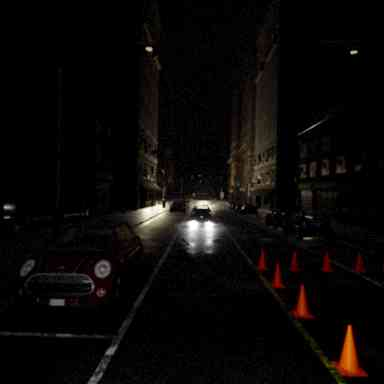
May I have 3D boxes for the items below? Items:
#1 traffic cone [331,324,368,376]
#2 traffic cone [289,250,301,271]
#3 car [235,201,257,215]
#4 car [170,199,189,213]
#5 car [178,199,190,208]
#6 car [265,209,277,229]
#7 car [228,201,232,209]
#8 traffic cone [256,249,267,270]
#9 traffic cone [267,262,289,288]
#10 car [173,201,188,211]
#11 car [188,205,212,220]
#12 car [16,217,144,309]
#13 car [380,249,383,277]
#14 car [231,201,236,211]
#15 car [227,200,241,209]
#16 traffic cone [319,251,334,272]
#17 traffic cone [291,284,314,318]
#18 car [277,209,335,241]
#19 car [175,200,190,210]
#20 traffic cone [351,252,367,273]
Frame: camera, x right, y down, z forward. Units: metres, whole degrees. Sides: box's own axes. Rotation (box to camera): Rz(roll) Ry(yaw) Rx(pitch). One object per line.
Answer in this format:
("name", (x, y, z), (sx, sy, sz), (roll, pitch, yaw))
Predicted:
("traffic cone", (2.075, 2.042, 4.387), (0.340, 0.580, 0.340), (1, 0, 1))
("traffic cone", (3.197, 2.118, 10.365), (0.340, 0.580, 0.340), (1, 0, 1))
("car", (6.851, 2.070, 40.733), (1.947, 1.339, 4.313), (1, -1, 1))
("car", (-1.668, 1.737, 40.909), (1.967, 1.590, 4.097), (1, 0, 1))
("car", (-1.333, 1.992, 57.420), (1.887, 1.381, 4.507), (1, -1, 1))
("car", (6.516, 1.902, 24.222), (1.887, 1.381, 4.507), (1, 0, 1))
("car", (7.075, 2.149, 51.741), (1.887, 1.381, 4.507), (1, -1, 1))
("traffic cone", (2.197, 2.093, 10.386), (0.340, 0.580, 0.340), (1, 0, 1))
("traffic cone", (2.157, 2.076, 8.387), (0.340, 0.580, 0.340), (1, 0, 1))
("car", (-1.558, 1.912, 46.412), (1.947, 1.339, 4.313), (1, -1, 1))
("car", (0.904, 1.878, 31.164), (1.895, 1.301, 4.718), (1, 0, 1))
("car", (-2.340, 1.446, 7.886), (1.967, 1.590, 4.097), (1, 0, 1))
("car", (6.180, 1.759, 7.710), (1.887, 1.381, 4.507), (1, 0, 1))
("car", (6.964, 2.099, 46.236), (1.887, 1.381, 4.507), (1, -1, 1))
("car", (7.187, 2.200, 57.245), (1.887, 1.381, 4.507), (1, -1, 1))
("traffic cone", (4.196, 2.142, 10.345), (0.340, 0.580, 0.340), (1, 0, 1))
("traffic cone", (2.116, 2.059, 6.387), (0.340, 0.580, 0.340), (1, 0, 1))
("car", (6.405, 1.749, 18.719), (1.967, 1.590, 4.097), (1, 0, 1))
("car", (-1.445, 1.948, 51.916), (2.008, 1.369, 4.403), (1, -1, 1))
("traffic cone", (5.195, 2.166, 10.324), (0.340, 0.580, 0.340), (1, 0, 1))
